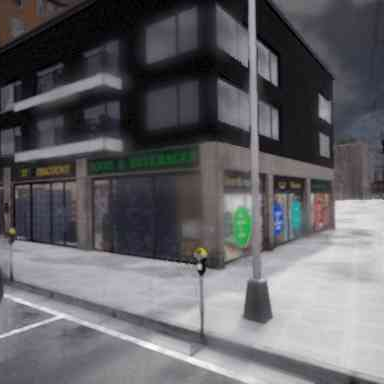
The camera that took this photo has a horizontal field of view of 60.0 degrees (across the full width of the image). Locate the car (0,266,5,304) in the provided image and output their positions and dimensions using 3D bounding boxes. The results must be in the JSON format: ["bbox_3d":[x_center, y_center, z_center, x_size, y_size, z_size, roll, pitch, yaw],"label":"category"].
[{"bbox_3d":[-5.508,1.657,6.794,4.313,1.339,1.947,-1,-1,36],"label":"car"}]
